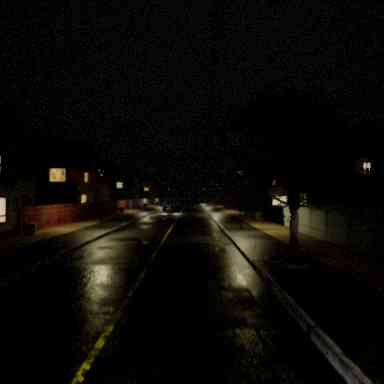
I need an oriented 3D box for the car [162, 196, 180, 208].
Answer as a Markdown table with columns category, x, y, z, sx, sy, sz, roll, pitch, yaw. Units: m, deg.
| category | x | y | z | sx | sy | sz | roll | pitch | yaw |
| --- | --- | --- | --- | --- | --- | --- | --- | --- | --- |
| car | -2.791 | 1.482 | 45.375 | 2.150 | 2.045 | 5.566 | 0 | -1 | 0 |
